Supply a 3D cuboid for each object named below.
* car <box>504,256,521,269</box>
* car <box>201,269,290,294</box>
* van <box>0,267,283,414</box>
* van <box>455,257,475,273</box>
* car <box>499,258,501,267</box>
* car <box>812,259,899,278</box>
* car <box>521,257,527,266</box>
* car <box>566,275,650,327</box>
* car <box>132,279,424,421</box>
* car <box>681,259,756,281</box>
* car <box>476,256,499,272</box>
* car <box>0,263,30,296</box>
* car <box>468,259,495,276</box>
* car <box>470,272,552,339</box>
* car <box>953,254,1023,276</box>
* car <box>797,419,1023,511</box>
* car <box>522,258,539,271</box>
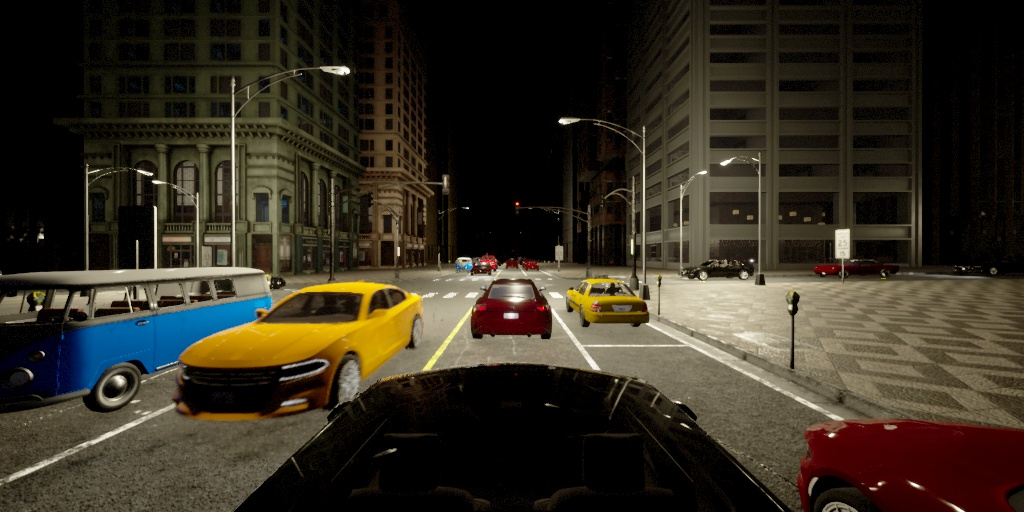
[{"bbox_3d":[0.023,1.255,58.224,1.882,1.535,5.008,0,0,0],"label":"car"},{"bbox_3d":[-16.869,1.588,22.885,4.181,1.385,1.994,-1,0,0],"label":"car"},{"bbox_3d":[-5.767,1.091,5.726,1.690,1.789,3.998,0,0,0],"label":"van"},{"bbox_3d":[-5.834,1.105,43.710,1.690,1.789,3.998,0,0,0],"label":"van"},{"bbox_3d":[-3.160,1.377,57.550,1.895,1.301,4.718,0,0,0],"label":"car"},{"bbox_3d":[24.798,0.905,25.981,4.718,1.301,1.895,-1,0,0],"label":"car"},{"bbox_3d":[2.705,1.319,54.754,1.888,1.381,4.507,0,0,0],"label":"car"},{"bbox_3d":[2.757,1.276,11.306,1.751,1.417,4.829,0,0,0],"label":"car"},{"bbox_3d":[-2.987,1.228,6.269,1.882,1.535,5.008,0,0,1],"label":"car"},{"bbox_3d":[14.879,0.975,26.007,4.892,1.490,1.837,-1,0,0],"label":"car"},{"bbox_3d":[-3.163,0.989,47.443,2.150,2.045,5.566,0,0,-1],"label":"car"},{"bbox_3d":[-35.066,1.564,22.924,5.566,2.045,2.150,-1,0,0],"label":"car"},{"bbox_3d":[-3.140,1.325,37.816,1.994,1.385,4.181,0,0,1],"label":"car"},{"bbox_3d":[0.022,1.315,10.072,1.994,1.385,4.181,0,0,1],"label":"car"},{"bbox_3d":[35.130,0.641,25.949,4.892,1.490,1.837,-1,0,0],"label":"car"},{"bbox_3d":[2.765,1.295,0.556,1.888,1.381,4.507,0,0,0],"label":"car"},{"bbox_3d":[2.714,1.314,49.228,1.888,1.381,4.507,0,0,0],"label":"car"}]
